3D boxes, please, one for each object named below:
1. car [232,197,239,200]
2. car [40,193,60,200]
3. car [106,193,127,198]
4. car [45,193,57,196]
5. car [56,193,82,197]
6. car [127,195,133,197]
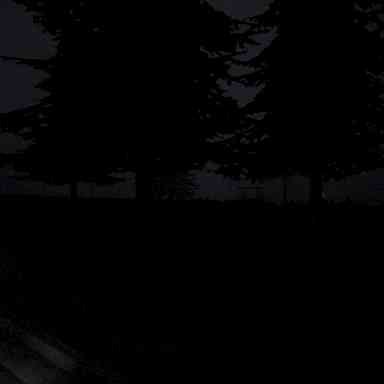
[{"bbox_3d":[7.554,1.514,49.166,4.892,1.490,1.837,0,0,-35],"label":"car"},{"bbox_3d":[-36.525,1.095,85.640,4.605,1.855,1.932,0,0,-34],"label":"car"},{"bbox_3d":[-20.362,1.151,92.766,5.027,1.636,2.152,0,0,-34],"label":"car"},{"bbox_3d":[-30.145,1.296,74.918,4.514,1.523,2.007,0,0,-34],"label":"car"},{"bbox_3d":[-24.588,1.317,66.613,3.633,1.501,1.845,0,0,-34],"label":"car"},{"bbox_3d":[-13.202,1.074,82.163,3.866,1.878,1.905,0,0,-34],"label":"car"}]
